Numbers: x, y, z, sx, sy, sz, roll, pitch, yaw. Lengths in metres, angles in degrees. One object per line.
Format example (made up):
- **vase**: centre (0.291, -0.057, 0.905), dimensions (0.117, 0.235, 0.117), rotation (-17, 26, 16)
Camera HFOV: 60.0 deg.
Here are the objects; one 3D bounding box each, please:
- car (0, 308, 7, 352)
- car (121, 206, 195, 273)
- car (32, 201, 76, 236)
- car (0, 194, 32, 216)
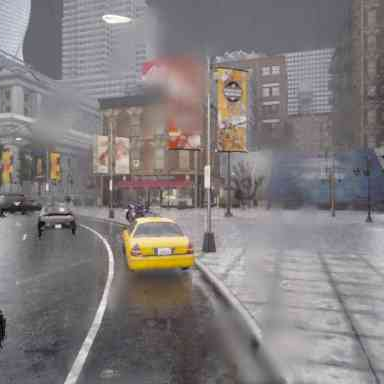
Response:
- **car**: centre (-3.338, 1.523, 2.530), dimensions (1.812, 1.442, 4.674), rotation (0, 0, -2)
- **car**: centre (-1.291, 1.455, 10.787), dimensions (1.801, 1.575, 5.366), rotation (0, 0, -14)
- **car**: centre (-7.712, 1.482, 18.732), dimensions (2.128, 1.511, 4.902), rotation (0, 0, -25)
- **car**: centre (-17.882, 1.204, 32.199), dimensions (5.566, 2.045, 2.150), rotation (1, 0, 44)
